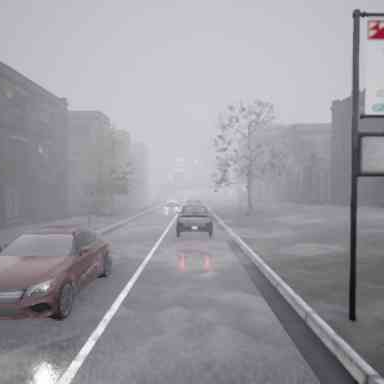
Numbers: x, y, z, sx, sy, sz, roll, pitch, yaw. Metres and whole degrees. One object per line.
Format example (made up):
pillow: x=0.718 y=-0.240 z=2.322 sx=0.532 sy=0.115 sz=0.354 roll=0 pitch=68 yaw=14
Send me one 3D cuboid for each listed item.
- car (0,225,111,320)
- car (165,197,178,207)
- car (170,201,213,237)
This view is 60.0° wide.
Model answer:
car: x=-3.102 y=1.520 z=7.420 sx=1.812 sy=1.442 sz=4.674 roll=0 pitch=0 yaw=0
car: x=-2.956 y=1.492 z=49.710 sx=1.812 sy=1.442 sz=4.674 roll=0 pitch=0 yaw=0
car: x=0.132 y=1.479 z=18.090 sx=2.128 sy=1.511 sz=4.902 roll=0 pitch=0 yaw=0
